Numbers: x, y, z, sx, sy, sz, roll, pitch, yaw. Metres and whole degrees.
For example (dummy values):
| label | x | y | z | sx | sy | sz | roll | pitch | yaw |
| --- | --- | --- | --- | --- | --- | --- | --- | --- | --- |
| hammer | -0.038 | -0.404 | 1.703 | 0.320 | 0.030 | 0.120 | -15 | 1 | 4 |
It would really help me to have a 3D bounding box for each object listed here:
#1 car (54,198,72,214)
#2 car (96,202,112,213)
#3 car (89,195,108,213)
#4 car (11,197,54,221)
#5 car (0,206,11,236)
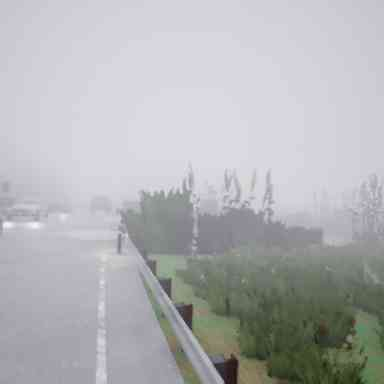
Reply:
| label | x | y | z | sx | sy | sz | roll | pitch | yaw |
| --- | --- | --- | --- | --- | --- | --- | --- | --- | --- |
| car | -13.232 | 1.322 | 33.085 | 1.882 | 1.535 | 5.008 | 2 | -3 | -11 |
| car | -13.172 | 2.296 | 50.227 | 2.128 | 1.511 | 4.902 | 2 | -3 | -13 |
| car | -10.852 | 1.488 | 39.587 | 2.150 | 2.045 | 5.566 | 2 | -4 | -11 |
| car | -11.111 | 1.105 | 22.812 | 1.812 | 1.442 | 4.674 | 2 | -1 | -12 |
| car | -8.814 | 1.192 | 12.793 | 1.837 | 1.490 | 4.892 | 2 | 1 | -14 |
